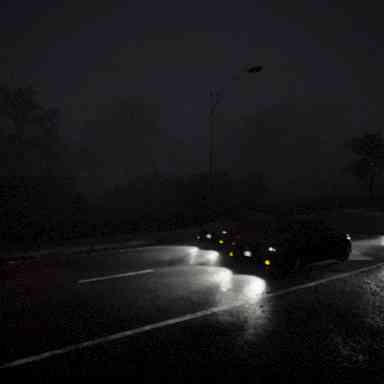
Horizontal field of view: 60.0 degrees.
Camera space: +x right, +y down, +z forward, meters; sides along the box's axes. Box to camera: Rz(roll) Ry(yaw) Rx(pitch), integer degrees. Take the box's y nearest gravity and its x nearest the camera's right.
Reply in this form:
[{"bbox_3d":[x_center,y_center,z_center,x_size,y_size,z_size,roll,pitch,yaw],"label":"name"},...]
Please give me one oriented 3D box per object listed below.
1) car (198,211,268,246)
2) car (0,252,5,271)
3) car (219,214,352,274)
[{"bbox_3d":[2.291,1.524,14.215,4.181,1.385,1.994,-1,1,-35],"label":"car"},{"bbox_3d":[-6.958,1.351,7.623,4.553,1.767,2.097,0,0,-36],"label":"car"},{"bbox_3d":[3.207,1.542,10.570,4.181,1.385,1.994,-1,0,-35],"label":"car"}]
